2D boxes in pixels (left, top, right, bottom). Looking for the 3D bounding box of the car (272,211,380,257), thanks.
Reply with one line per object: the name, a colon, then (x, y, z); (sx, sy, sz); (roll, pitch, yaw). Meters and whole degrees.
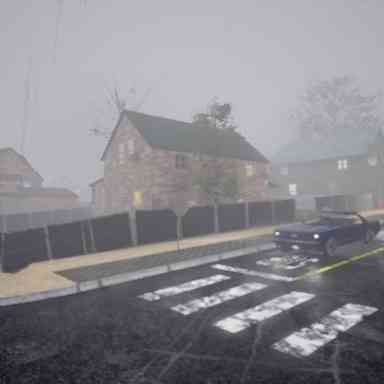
car: (5.004, 1.412, 12.185); (4.718, 1.301, 1.895); (-2, -1, -40)
